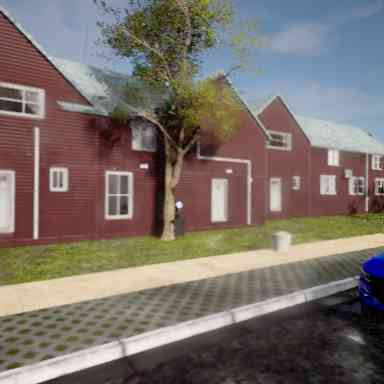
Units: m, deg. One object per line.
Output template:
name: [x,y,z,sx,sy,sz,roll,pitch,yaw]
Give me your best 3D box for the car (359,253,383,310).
car: [5.405,1.470,6.786,5.008,1.535,1.882,0,0,-34]
